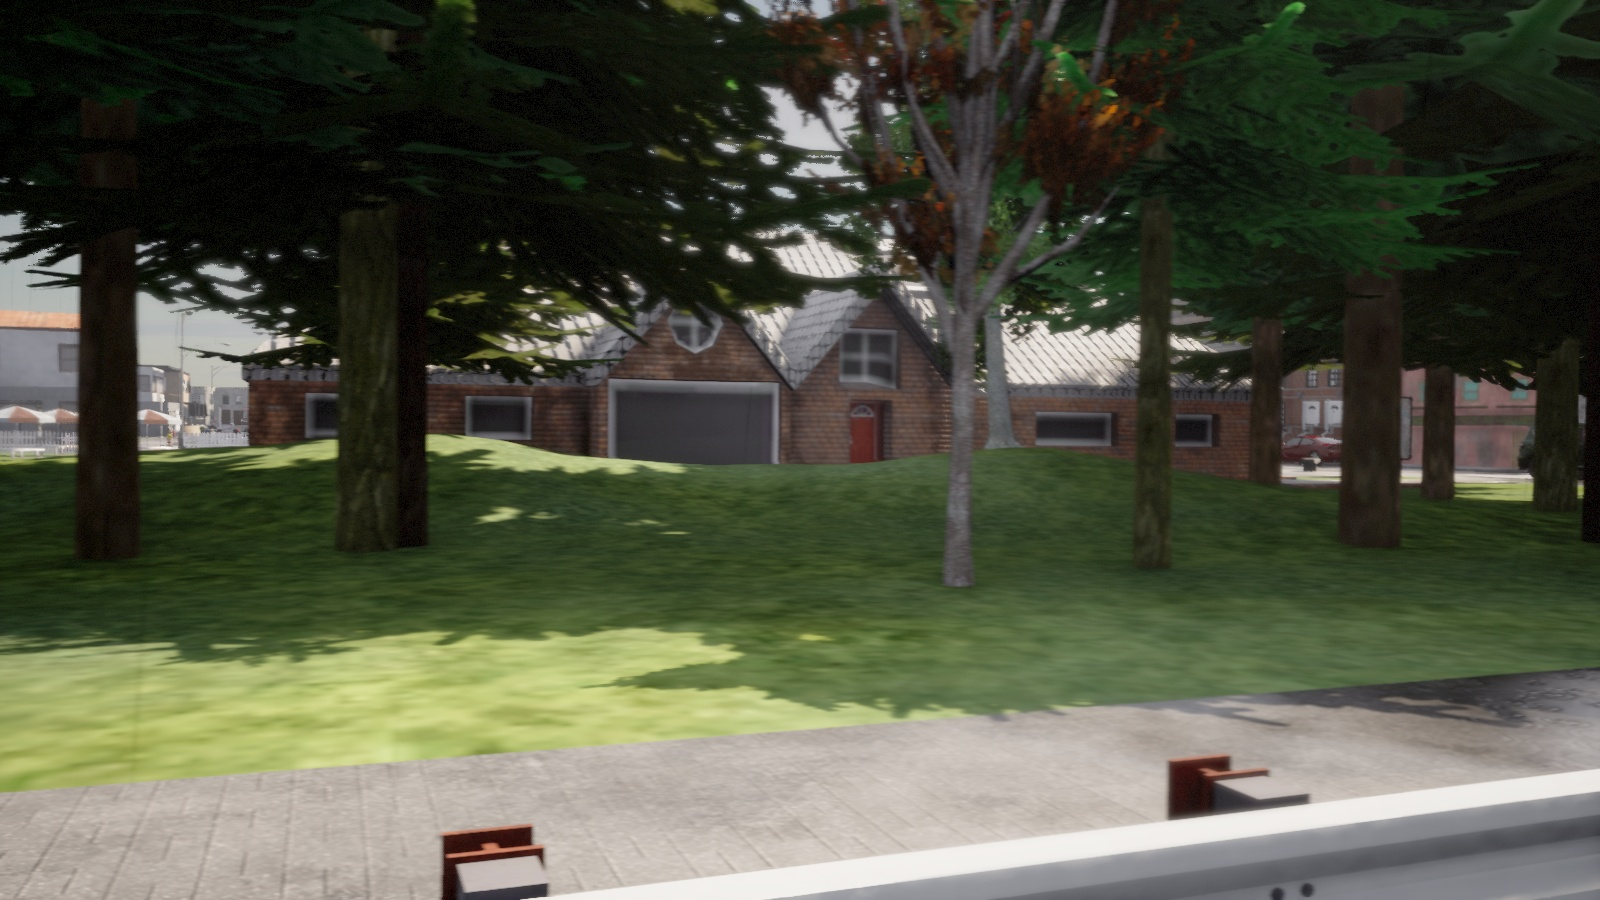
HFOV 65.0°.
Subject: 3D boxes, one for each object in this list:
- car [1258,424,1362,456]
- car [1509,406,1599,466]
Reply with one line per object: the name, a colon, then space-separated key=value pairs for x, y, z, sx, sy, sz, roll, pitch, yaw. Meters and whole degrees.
car: x=25.137 y=-0.507 z=62.100 sx=1.882 sy=1.535 sz=5.008 roll=-1 pitch=1 yaw=-20
car: x=27.810 y=-0.491 z=43.489 sx=2.150 sy=2.045 sz=5.566 roll=-1 pitch=1 yaw=-20
